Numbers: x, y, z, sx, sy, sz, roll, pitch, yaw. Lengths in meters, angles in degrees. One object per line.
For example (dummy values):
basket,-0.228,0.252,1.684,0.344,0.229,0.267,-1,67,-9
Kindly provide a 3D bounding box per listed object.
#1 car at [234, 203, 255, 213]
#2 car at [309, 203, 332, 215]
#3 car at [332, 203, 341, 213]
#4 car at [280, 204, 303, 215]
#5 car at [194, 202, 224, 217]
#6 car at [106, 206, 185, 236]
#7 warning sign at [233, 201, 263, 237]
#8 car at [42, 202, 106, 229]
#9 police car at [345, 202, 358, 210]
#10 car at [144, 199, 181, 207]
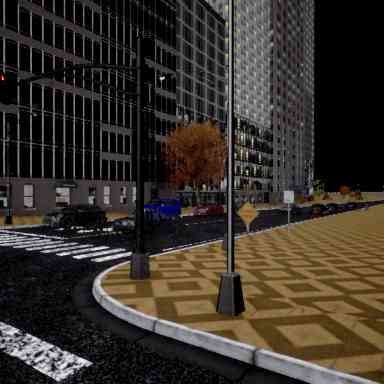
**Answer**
car,7.589,2.371,48.861,2.033,1.411,5.357,0,-1,33
car,17.724,2.398,46.298,1.837,1.490,4.892,0,-1,33
car,23.125,2.574,54.687,1.837,1.490,4.892,0,-1,33
car,13.905,2.403,46.466,2.033,1.411,5.357,0,-1,33
car,2.089,1.995,40.403,2.097,1.767,4.553,0,-1,33
car,-2.503,1.855,20.591,2.033,1.411,5.357,0,-1,29
warning sign,3.127,1.454,18.552,1.300,1.860,1.060,1,1,33
car,-8.428,1.648,24.098,2.097,1.767,4.553,0,-1,33
police car,31.544,2.738,65.818,1.930,1.638,5.238,0,-1,33
car,-3.210,1.689,32.191,2.150,2.045,5.566,0,-1,33
